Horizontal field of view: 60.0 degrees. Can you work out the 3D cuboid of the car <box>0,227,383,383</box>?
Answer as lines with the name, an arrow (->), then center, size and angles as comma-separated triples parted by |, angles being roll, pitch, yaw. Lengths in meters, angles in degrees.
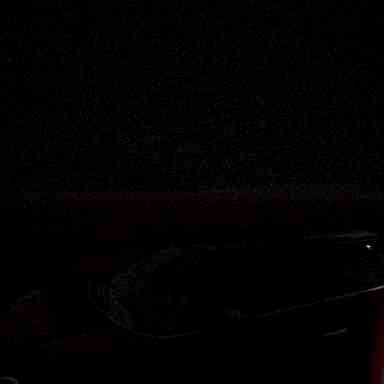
car -> 0.211, 1.163, 3.277 | 4.553, 1.767, 2.097 | 0, 1, -27
